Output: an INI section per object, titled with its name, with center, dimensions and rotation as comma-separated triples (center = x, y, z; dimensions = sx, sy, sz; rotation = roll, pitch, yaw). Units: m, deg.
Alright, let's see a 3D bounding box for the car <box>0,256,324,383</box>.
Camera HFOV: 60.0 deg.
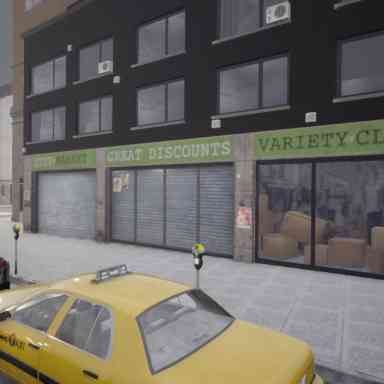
[car]
center = -1.100, 1.525, 3.862
dimensions = 4.829, 1.417, 1.752
rotation = 0, 1, 35
